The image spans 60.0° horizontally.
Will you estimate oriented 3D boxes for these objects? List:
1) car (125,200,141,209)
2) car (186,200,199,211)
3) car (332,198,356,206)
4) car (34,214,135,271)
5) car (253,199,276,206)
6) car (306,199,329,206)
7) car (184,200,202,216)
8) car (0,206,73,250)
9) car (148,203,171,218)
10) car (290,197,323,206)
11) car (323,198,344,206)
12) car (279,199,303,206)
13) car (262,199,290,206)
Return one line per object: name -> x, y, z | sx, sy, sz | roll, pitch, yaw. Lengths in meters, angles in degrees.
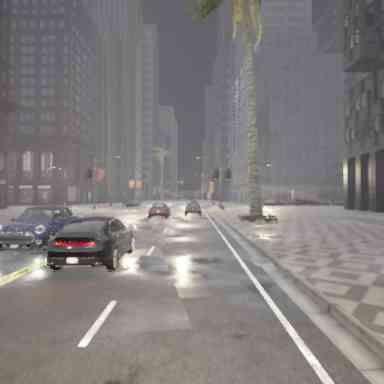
car -> -9.742, 2.014, 55.060 | 1.895, 1.301, 4.718 | 0, -1, 0
car -> 0.054, 1.934, 49.805 | 1.837, 1.490, 4.892 | 0, -1, 1
car -> 32.112, 2.062, 70.319 | 4.097, 1.590, 1.967 | 0, -1, -1
car -> -3.149, 1.571, 11.172 | 1.837, 1.490, 4.892 | 0, 0, 0
car -> 15.196, 2.239, 70.056 | 4.313, 1.339, 1.947 | 0, -1, -1
car -> 26.474, 2.220, 70.229 | 4.206, 1.307, 1.802 | 0, -1, -1
car -> 0.110, 1.821, 36.775 | 2.033, 1.411, 5.357 | 0, -1, 0
car -> -6.597, 1.439, 14.591 | 2.097, 1.767, 4.553 | 0, 0, 0
car -> -3.146, 1.798, 32.798 | 1.994, 1.385, 4.181 | 0, -1, 0
car -> 20.963, 1.789, 61.625 | 5.009, 1.841, 2.192 | 0, -1, -1
car -> 26.601, 2.024, 61.707 | 4.313, 1.339, 1.947 | 0, -1, -1
car -> 20.836, 2.220, 70.143 | 4.313, 1.339, 1.947 | 0, -1, -1
car -> 15.325, 2.075, 61.533 | 4.206, 1.307, 1.802 | 0, -1, -1
